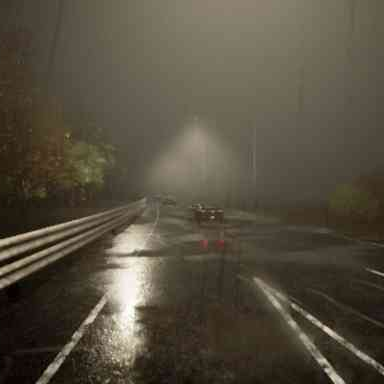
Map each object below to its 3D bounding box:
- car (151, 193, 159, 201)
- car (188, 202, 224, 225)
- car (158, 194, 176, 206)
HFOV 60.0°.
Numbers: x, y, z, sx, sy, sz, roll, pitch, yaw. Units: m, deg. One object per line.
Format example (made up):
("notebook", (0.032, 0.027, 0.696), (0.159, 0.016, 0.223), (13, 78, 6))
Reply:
("car", (-7.200, 1.243, 72.552), (2.128, 1.511, 4.902), (0, 0, -9))
("car", (0.912, 1.436, 23.759), (2.128, 1.511, 4.902), (0, 0, -9))
("car", (-3.666, 1.386, 51.309), (1.994, 1.385, 4.181), (0, 0, -9))
